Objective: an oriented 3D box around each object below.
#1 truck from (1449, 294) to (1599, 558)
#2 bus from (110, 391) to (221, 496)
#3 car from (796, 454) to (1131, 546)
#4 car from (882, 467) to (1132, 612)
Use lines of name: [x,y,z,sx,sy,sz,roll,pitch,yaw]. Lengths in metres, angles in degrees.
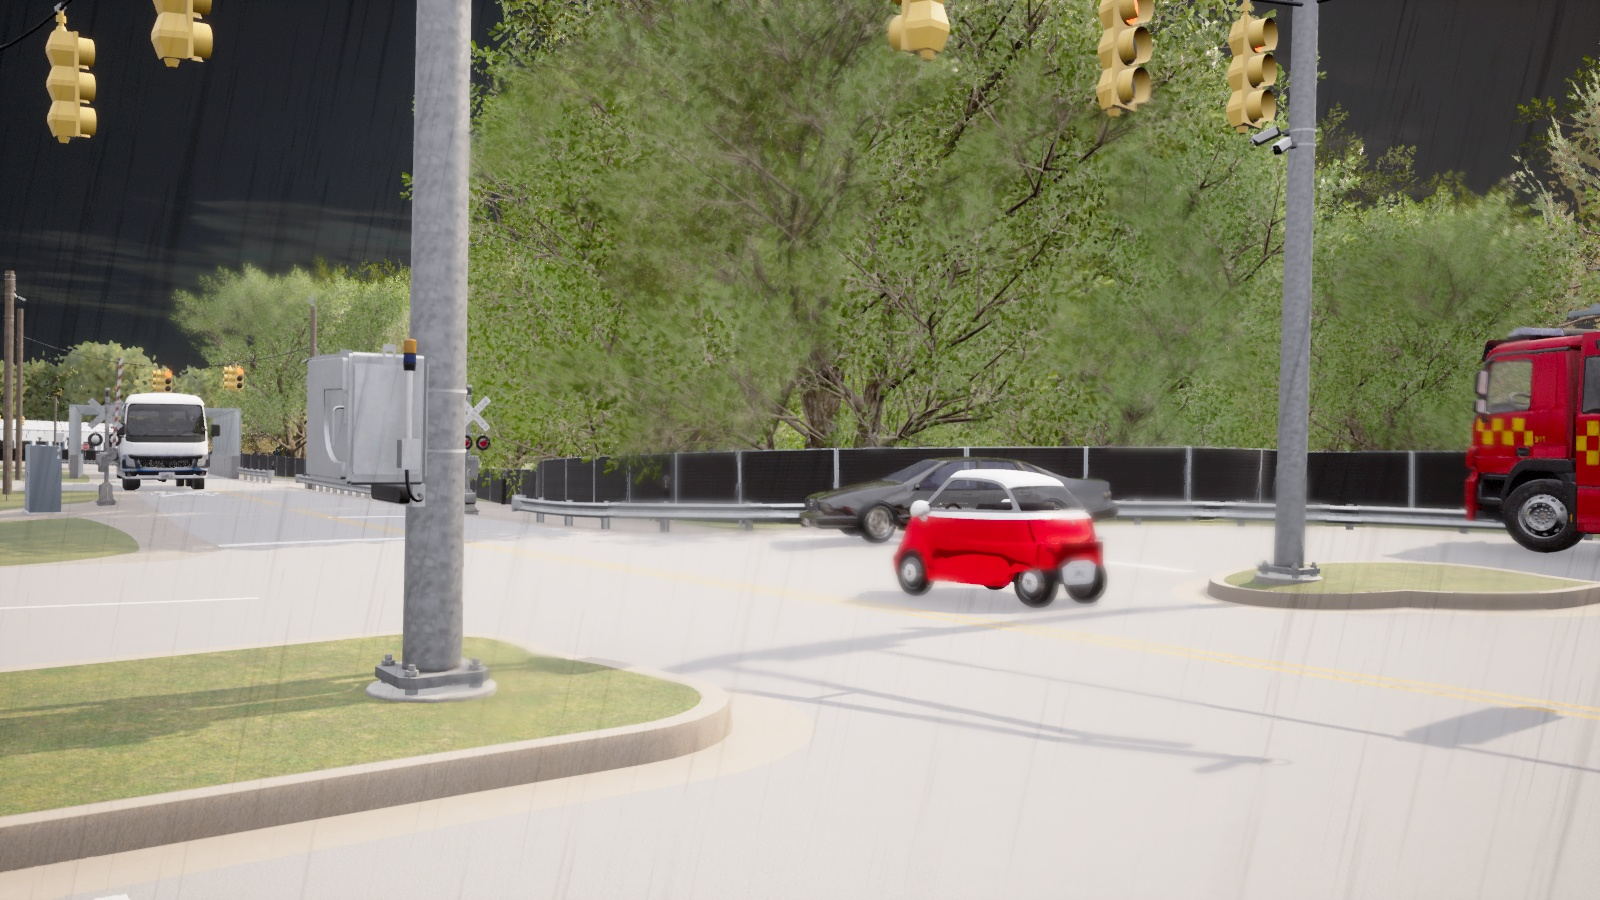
truck: [13.217,-0.340,17.422,2.891,3.827,8.468,0,1,-10]
bus: [-28.694,-0.244,56.492,3.944,4.253,10.273,0,0,-30]
car: [2.761,0.806,21.677,5.357,1.411,2.033,-1,0,-11]
car: [2.157,0.876,13.366,1.481,1.376,2.207,1,-1,-36]
